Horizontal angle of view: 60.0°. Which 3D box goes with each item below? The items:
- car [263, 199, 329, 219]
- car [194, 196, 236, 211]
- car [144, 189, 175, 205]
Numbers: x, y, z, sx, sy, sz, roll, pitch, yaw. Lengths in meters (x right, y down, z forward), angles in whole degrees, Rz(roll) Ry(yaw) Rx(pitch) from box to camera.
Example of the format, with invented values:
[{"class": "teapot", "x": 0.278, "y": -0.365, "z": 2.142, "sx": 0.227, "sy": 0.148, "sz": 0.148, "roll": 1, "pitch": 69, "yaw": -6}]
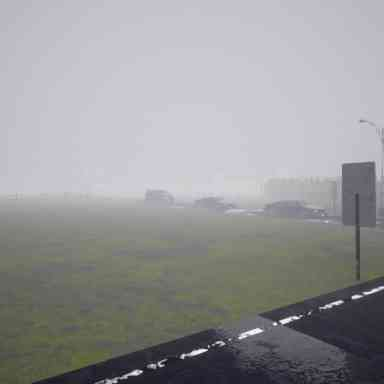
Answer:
[{"class": "car", "x": 8.335, "y": 1.330, "z": 27.310, "sx": 2.033, "sy": 1.411, "sz": 5.357, "roll": -1, "pitch": 1, "yaw": -36}, {"class": "car", "x": 2.353, "y": 1.177, "z": 35.673, "sx": 2.033, "sy": 1.411, "sz": 5.357, "roll": -1, "pitch": 1, "yaw": -36}, {"class": "car", "x": -4.507, "y": 0.674, "z": 45.294, "sx": 2.150, "sy": 2.045, "sz": 5.566, "roll": -1, "pitch": 1, "yaw": -35}]
